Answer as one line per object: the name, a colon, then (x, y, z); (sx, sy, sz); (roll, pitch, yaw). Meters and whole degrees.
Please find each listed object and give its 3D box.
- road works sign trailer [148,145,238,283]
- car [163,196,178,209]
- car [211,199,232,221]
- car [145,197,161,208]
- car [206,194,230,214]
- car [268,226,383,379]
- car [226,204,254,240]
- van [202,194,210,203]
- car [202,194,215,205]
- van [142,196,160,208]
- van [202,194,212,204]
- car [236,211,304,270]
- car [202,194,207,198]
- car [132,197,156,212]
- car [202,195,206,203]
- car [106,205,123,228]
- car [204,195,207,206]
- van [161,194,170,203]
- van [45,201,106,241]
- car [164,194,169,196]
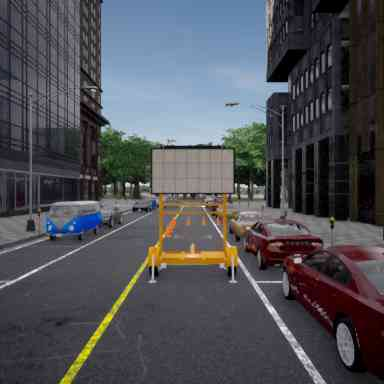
road works sign trailer: (0.026, 0.464, 9.640); (2.380, 3.560, 2.880); (0, 0, 0)
car: (-2.874, 1.608, 45.675); (1.895, 1.301, 4.718); (0, 0, 0)
car: (2.837, 1.527, 27.410); (1.752, 1.417, 4.829); (0, 0, 0)
car: (-5.630, 1.534, 48.844); (1.752, 1.417, 4.829); (0, 0, 0)
car: (2.851, 1.318, 32.677); (2.192, 1.841, 5.009); (0, 0, 0)
car: (2.777, 1.544, 5.490); (1.887, 1.381, 4.507); (0, 0, 0)
car: (2.807, 1.526, 16.535); (1.752, 1.417, 4.829); (0, 0, 0)
van: (2.956, 1.363, 70.740); (1.690, 1.788, 3.998); (0, 0, 0)
car: (2.926, 1.330, 59.866); (2.192, 1.841, 5.009); (0, 0, 0)
van: (-5.644, 1.348, 43.576); (1.690, 1.788, 3.998); (0, 0, 0)
van: (2.941, 1.359, 65.303); (1.690, 1.788, 3.998); (0, 0, 0)
car: (2.792, 1.545, 10.927); (1.887, 1.381, 4.507); (0, 0, 0)
car: (2.911, 1.452, 54.428); (1.967, 1.590, 4.097); (0, 0, 0)
car: (-5.659, 1.570, 38.139); (1.947, 1.339, 4.313); (0, 0, 0)
car: (2.896, 1.553, 48.990); (1.887, 1.381, 4.507); (0, 0, 0)
car: (-5.704, 1.552, 21.826); (2.008, 1.369, 4.403); (0, 0, 0)
car: (2.882, 1.532, 43.722); (1.752, 1.417, 4.829); (0, 0, 0)
van: (-5.569, 1.363, 70.764); (1.690, 1.788, 3.998); (0, 0, 0)
van: (-5.719, 1.341, 16.389); (1.690, 1.788, 3.998); (0, 0, 0)
car: (-5.600, 1.540, 59.719); (1.752, 1.417, 4.829); (0, 0, 0)
